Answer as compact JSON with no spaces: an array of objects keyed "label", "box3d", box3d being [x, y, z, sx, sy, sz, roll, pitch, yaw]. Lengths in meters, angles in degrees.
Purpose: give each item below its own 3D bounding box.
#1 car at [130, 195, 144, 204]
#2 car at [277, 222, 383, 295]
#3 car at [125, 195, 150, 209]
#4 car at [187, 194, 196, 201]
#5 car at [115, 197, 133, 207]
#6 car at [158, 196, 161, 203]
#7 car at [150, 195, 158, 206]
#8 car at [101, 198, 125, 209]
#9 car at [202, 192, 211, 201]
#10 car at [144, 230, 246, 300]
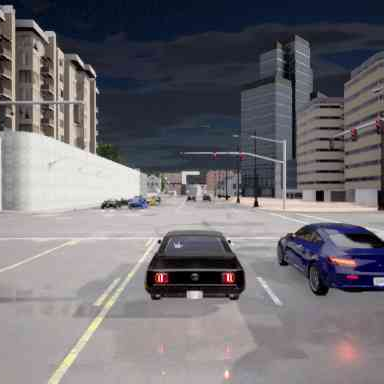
[{"label":"car","box3d":[-10.644,1.443,64.722,1.837,1.490,4.892,0,0,1]},{"label":"car","box3d":[3.563,1.508,8.538,1.812,1.442,4.674,0,0,0]},{"label":"car","box3d":[-7.165,1.436,44.389,1.882,1.535,5.008,0,0,0]},{"label":"car","box3d":[-0.128,1.254,77.980,2.097,1.767,4.553,0,0,0]},{"label":"car","box3d":[-10.679,1.556,52.857,1.895,1.301,4.718,0,0,0]},{"label":"car","box3d":[-7.143,1.421,65.511,2.128,1.511,4.902,0,0,0]},{"label":"car","box3d":[-7.174,1.424,53.847,1.882,1.535,5.008,0,0,0]},{"label":"car","box3d":[-10.665,1.530,44.097,1.994,1.385,4.181,0,0,0]},{"label":"car","box3d":[3.372,1.391,78.331,1.837,1.490,4.892,0,0,0]},{"label":"car","box3d":[0.062,1.591,8.311,1.895,1.301,4.718,0,0,0]}]
